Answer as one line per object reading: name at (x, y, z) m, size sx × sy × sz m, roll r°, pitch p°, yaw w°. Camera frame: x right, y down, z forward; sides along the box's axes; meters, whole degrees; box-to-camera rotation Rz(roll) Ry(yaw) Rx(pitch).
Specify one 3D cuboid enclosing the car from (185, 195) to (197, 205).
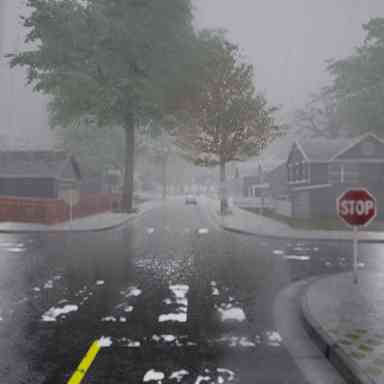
car at (-0.171, 1.466, 56.673) m, size 1.994 × 1.385 × 4.181 m, roll 0°, pitch 0°, yaw 0°

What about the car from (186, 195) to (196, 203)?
car at (-0.201, 1.409, 66.679) m, size 1.812 × 1.442 × 4.674 m, roll 0°, pitch 0°, yaw 0°
